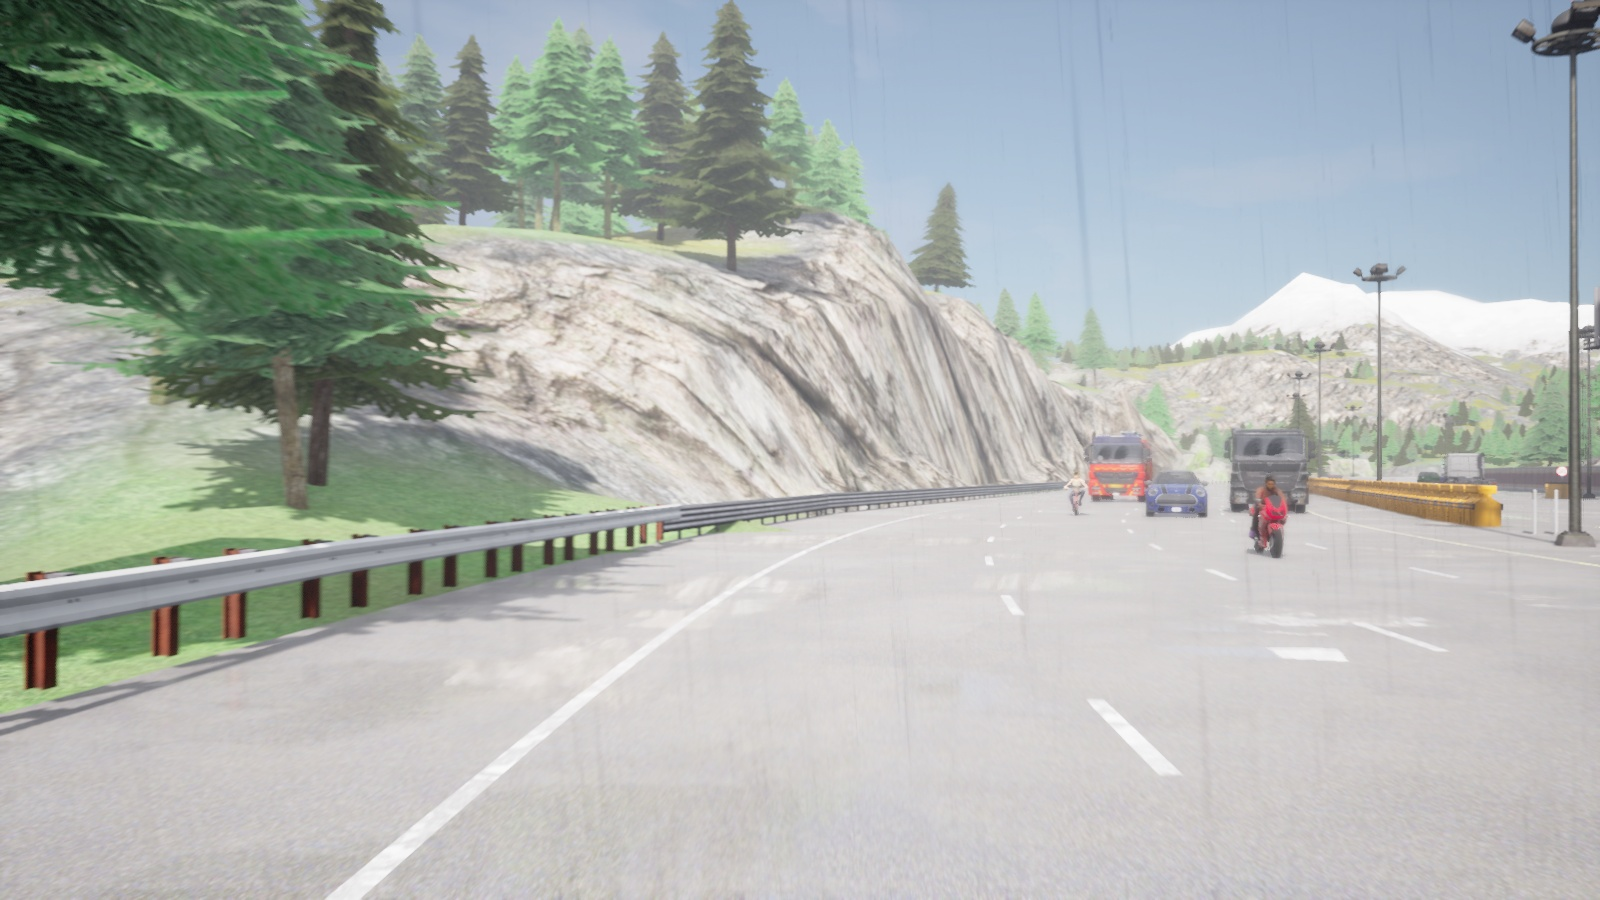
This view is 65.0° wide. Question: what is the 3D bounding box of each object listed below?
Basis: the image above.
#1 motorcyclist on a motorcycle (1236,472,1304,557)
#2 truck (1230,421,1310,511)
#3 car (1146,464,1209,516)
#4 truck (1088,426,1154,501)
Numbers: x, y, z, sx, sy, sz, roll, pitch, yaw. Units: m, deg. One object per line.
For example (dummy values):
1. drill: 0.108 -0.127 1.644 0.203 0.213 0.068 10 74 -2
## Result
1. motorcyclist on a motorcycle: 8.850 1.178 23.719 0.797 1.523 2.044 1 -1 9
2. truck: 19.566 0.679 52.653 2.891 3.462 7.936 0 -1 19
3. car: 13.702 1.412 45.669 2.097 1.767 4.553 0 -1 16
4. truck: 17.763 0.774 69.113 2.891 3.827 8.468 0 -1 19
